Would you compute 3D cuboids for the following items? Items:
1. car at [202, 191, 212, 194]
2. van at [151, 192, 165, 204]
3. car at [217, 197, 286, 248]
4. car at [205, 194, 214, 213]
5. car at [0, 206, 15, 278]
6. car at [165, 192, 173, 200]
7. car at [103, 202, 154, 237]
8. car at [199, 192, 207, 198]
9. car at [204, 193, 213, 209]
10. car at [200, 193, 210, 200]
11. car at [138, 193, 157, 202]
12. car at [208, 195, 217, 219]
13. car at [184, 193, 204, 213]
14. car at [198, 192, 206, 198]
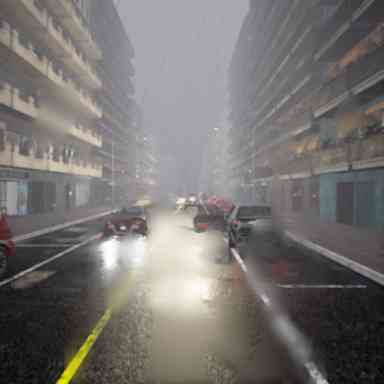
[{"bbox_3d":[2.705,0.799,57.786,2.192,1.841,5.009,0,0,0],"label":"car"},{"bbox_3d":[-5.677,0.867,52.151,1.690,1.788,3.998,0,0,0],"label":"van"},{"bbox_3d":[2.394,1.213,14.090,2.097,1.767,4.553,0,1,0],"label":"car"},{"bbox_3d":[2.700,1.212,35.146,1.887,1.381,4.507,0,0,0],"label":"car"},{"bbox_3d":[-5.689,1.245,6.857,2.192,1.841,5.009,0,1,0],"label":"car"},{"bbox_3d":[-5.671,0.841,69.137,1.967,1.590,4.097,0,0,0],"label":"car"},{"bbox_3d":[-3.092,1.399,16.860,1.994,1.385,4.181,0,1,0],"label":"car"},{"bbox_3d":[2.714,0.727,86.096,1.967,1.590,4.097,0,0,0],"label":"car"},{"bbox_3d":[2.701,1.142,40.974,1.752,1.417,4.829,0,0,0],"label":"car"},{"bbox_3d":[2.710,0.952,69.111,2.008,1.369,4.403,0,0,0],"label":"car"},{"bbox_3d":[-5.679,1.144,40.660,1.752,1.417,4.829,0,0,0],"label":"car"},{"bbox_3d":[2.698,1.264,29.481,1.887,1.381,4.507,0,1,0],"label":"car"},{"bbox_3d":[0.063,1.190,37.956,2.033,1.411,5.357,0,0,1],"label":"car"},{"bbox_3d":[2.716,0.818,91.756,1.947,1.339,4.313,0,0,0],"label":"car"}]
